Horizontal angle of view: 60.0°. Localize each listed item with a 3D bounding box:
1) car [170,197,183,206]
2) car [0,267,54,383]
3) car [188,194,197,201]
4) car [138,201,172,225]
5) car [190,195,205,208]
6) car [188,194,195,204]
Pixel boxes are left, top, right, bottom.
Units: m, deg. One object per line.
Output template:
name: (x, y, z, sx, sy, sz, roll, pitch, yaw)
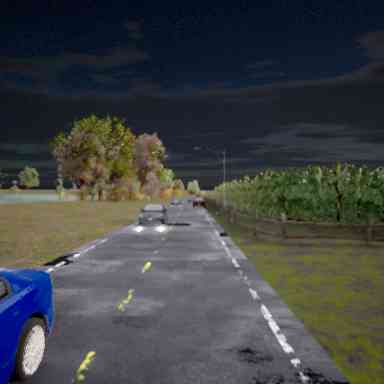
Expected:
car: (-2.722, 1.601, 58.819, 2.128, 1.511, 4.902, 0, 0, 1)
car: (-2.849, 1.480, 2.605, 1.882, 1.535, 5.008, 0, 0, 0)
car: (0.098, 1.372, 82.566, 2.097, 1.767, 4.553, 0, 0, 0)
car: (-2.759, 1.566, 24.577, 1.812, 1.442, 4.674, 0, 0, 1)
car: (1.020, 1.573, 50.844, 1.882, 1.535, 5.008, 0, 0, 0)
car: (0.079, 1.528, 68.753, 2.128, 1.511, 4.902, 0, 0, 0)
